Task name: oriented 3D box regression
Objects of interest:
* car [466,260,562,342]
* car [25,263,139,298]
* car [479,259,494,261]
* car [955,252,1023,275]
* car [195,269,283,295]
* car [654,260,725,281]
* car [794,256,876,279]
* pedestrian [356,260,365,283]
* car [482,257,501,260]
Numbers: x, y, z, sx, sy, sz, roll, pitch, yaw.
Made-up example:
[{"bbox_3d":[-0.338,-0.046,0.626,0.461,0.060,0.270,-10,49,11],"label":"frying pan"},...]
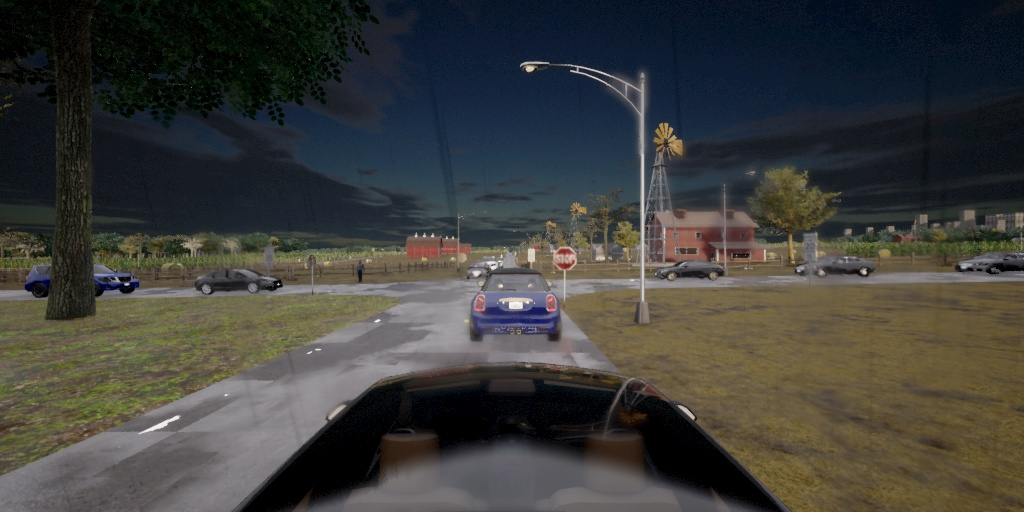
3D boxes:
[{"bbox_3d":[0.085,1.104,9.976,2.097,1.767,4.553,0,0,0],"label":"car"},{"bbox_3d":[-27.286,1.499,22.845,5.566,2.045,2.150,-1,1,0],"label":"car"},{"bbox_3d":[-2.891,1.283,31.500,2.128,1.511,4.902,0,0,0],"label":"car"},{"bbox_3d":[34.719,0.514,25.550,4.902,1.511,2.128,-1,1,0],"label":"car"},{"bbox_3d":[-17.291,1.598,22.814,4.892,1.490,1.837,-1,1,0],"label":"car"},{"bbox_3d":[12.658,0.994,25.690,4.674,1.442,1.812,-1,1,2],"label":"car"},{"bbox_3d":[22.967,0.755,25.608,4.902,1.511,2.128,-1,1,0],"label":"car"},{"bbox_3d":[-12.195,1.215,28.764,0.375,1.860,0.375,0,2,0],"label":"pedestrian"},{"bbox_3d":[-2.887,1.077,45.073,2.150,2.045,5.566,0,-1,1],"label":"car"}]
